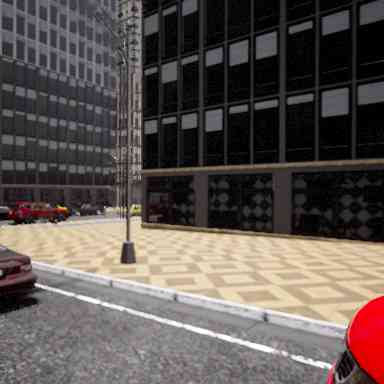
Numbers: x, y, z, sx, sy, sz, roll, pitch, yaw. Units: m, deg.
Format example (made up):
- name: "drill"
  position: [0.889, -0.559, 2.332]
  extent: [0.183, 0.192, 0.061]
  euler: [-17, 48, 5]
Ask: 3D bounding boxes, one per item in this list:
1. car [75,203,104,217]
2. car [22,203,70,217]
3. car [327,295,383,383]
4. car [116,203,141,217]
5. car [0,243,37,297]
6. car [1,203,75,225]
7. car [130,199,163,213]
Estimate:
- name: "car"
  position: [-12.753, 2.066, 39.405]
  extent: [1.837, 1.490, 4.892]
  euler: [0, -1, 37]
- name: "car"
  position: [-16.762, 2.045, 38.363]
  extent: [1.752, 1.417, 4.829]
  euler: [0, -1, 37]
- name: "car"
  position: [3.450, 1.200, 1.218]
  extent: [5.566, 2.045, 2.150]
  euler: [0, 0, 36]
- name: "car"
  position: [-6.466, 2.137, 38.178]
  extent: [1.752, 1.417, 4.829]
  euler: [0, -1, 37]
- name: "car"
  position: [-5.818, 1.646, 7.843]
  extent: [5.357, 1.411, 2.033]
  euler: [-1, 0, 36]
- name: "car"
  position: [-13.284, 1.828, 28.982]
  extent: [2.192, 1.841, 5.009]
  euler: [0, -1, 37]
- name: "car"
  position: [-6.449, 2.002, 47.887]
  extent: [2.097, 1.767, 4.553]
  euler: [0, 0, 37]
